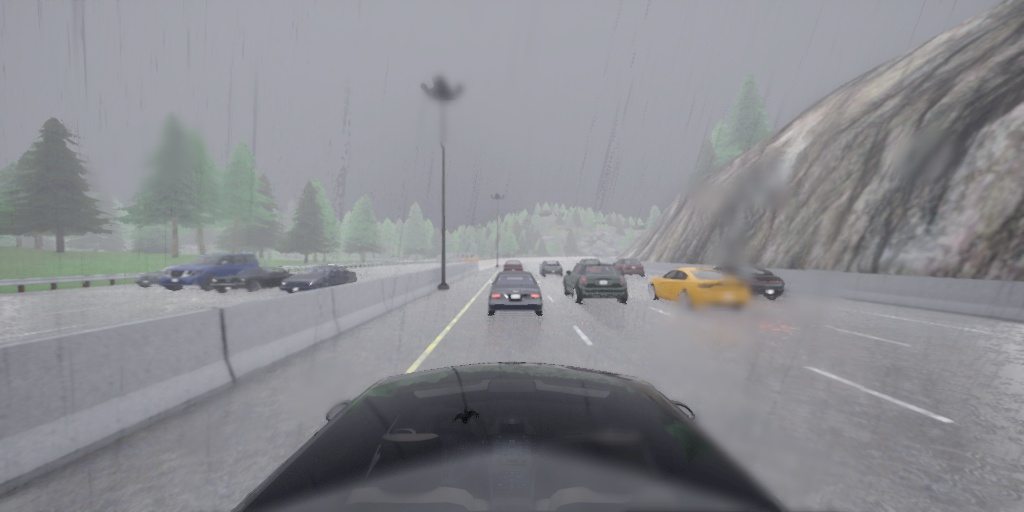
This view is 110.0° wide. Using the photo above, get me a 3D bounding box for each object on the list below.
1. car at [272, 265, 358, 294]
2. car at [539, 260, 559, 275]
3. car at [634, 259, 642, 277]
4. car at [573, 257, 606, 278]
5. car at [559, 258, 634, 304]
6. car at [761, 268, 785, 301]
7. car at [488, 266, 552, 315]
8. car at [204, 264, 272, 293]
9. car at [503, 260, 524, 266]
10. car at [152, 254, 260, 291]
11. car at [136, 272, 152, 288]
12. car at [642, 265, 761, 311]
[{"bbox_3d":[-10.589,1.239,20.222,2.033,1.411,5.357,0,0,0],"label":"car"},{"bbox_3d":[3.622,1.139,33.705,2.128,1.511,4.902,0,0,0],"label":"car"},{"bbox_3d":[10.621,1.000,33.450,2.097,1.767,4.553,0,0,0],"label":"car"},{"bbox_3d":[7.121,1.001,33.435,2.097,1.767,4.553,0,0,0],"label":"car"},{"bbox_3d":[3.610,1.056,16.260,2.097,1.767,4.553,0,0,0],"label":"car"},{"bbox_3d":[10.611,1.205,17.131,1.837,1.490,4.892,0,0,0],"label":"car"},{"bbox_3d":[0.107,1.260,13.339,2.033,1.411,5.357,0,0,0],"label":"car"},{"bbox_3d":[-14.088,1.293,20.029,1.895,1.301,4.718,0,0,0],"label":"car"},{"bbox_3d":[0.128,1.121,35.273,1.882,1.535,5.008,0,0,0],"label":"car"},{"bbox_3d":[-17.587,0.911,21.477,2.150,2.045,5.566,0,0,0],"label":"car"},{"bbox_3d":[-21.082,1.208,22.995,1.812,1.442,4.674,0,0,0],"label":"car"},{"bbox_3d":[7.108,1.188,14.216,1.882,1.535,5.008,0,0,0],"label":"car"}]
